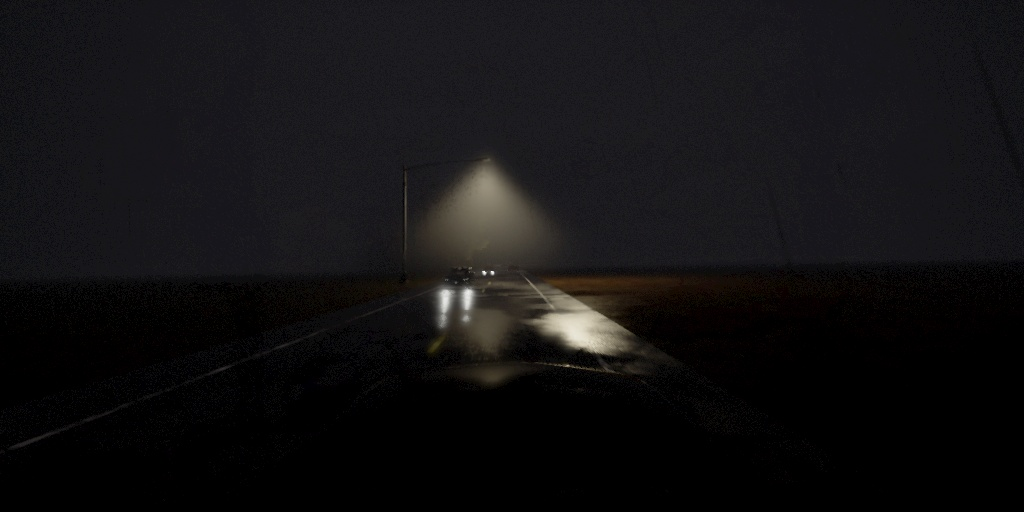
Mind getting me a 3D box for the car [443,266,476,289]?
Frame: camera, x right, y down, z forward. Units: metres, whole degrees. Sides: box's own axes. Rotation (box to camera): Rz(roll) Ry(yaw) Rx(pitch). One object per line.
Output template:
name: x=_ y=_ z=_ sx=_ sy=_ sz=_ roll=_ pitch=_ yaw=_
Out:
car: x=-3.713 y=1.529 z=25.969 sx=1.837 sy=1.490 sz=4.892 roll=0 pitch=-1 yaw=-1
